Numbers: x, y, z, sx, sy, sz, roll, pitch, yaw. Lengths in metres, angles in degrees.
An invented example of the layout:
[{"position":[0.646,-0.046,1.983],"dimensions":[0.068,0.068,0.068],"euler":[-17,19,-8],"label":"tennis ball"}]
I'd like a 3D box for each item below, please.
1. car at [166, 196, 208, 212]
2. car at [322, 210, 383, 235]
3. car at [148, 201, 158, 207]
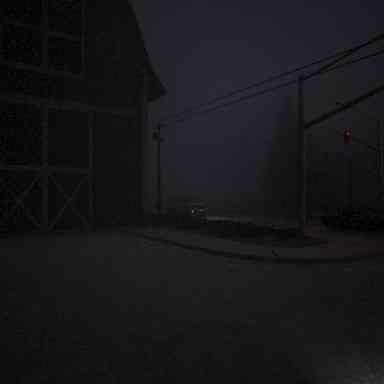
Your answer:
[{"position":[-0.627,1.453,34.485],"dimensions":[2.150,2.045,5.566],"euler":[0,0,-34],"label":"car"},{"position":[10.006,1.730,18.981],"dimensions":[1.895,1.301,4.718],"euler":[0,0,-34],"label":"car"},{"position":[-6.644,1.927,49.621],"dimensions":[1.895,1.301,4.718],"euler":[0,0,-34],"label":"car"}]
